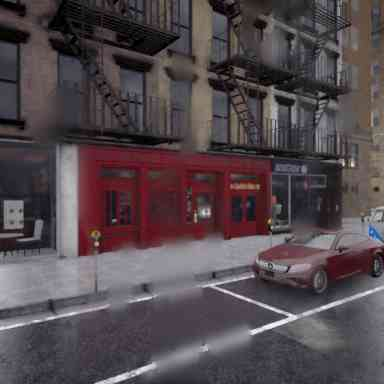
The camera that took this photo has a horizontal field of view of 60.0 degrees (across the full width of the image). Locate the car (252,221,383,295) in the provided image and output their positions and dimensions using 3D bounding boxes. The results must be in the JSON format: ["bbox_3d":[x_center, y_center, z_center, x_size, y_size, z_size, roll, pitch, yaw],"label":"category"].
[{"bbox_3d":[3.438,1.581,8.632,4.206,1.307,1.802,0,0,-35],"label":"car"}]

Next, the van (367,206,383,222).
[{"bbox_3d":[7.845,1.340,11.763,3.998,1.788,1.690,0,0,-35],"label":"van"}]
